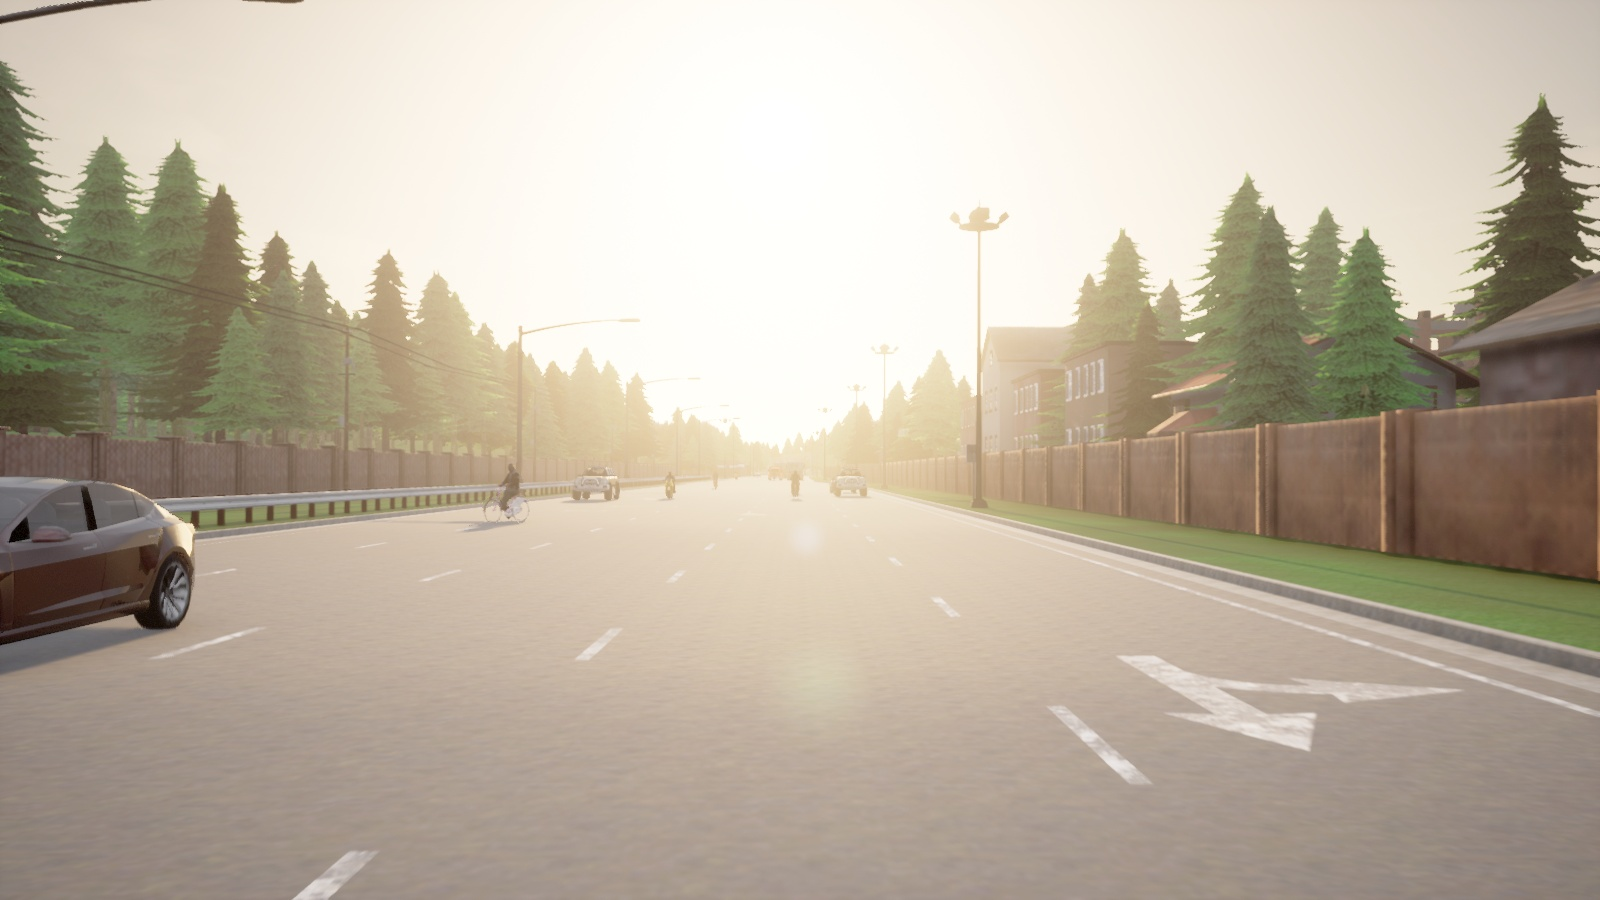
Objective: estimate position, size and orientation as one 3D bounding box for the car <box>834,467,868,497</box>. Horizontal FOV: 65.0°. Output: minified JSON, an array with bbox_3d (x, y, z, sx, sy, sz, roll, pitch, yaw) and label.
[{"bbox_3d":[3.222,1.988,79.517,1.932,1.855,4.605,0,-1,0],"label":"car"}]

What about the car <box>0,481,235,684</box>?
[{"bbox_3d":[-7.039,1.030,10.854,2.163,1.488,4.792,0,-1,0],"label":"car"}]

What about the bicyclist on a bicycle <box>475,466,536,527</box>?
[{"bbox_3d":[-8.809,1.369,37.621,0.659,1.776,1.843,-1,-1,33],"label":"bicyclist on a bicycle"}]

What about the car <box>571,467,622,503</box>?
[{"bbox_3d":[-10.733,1.820,66.529,1.932,1.855,4.605,0,-1,0],"label":"car"}]
